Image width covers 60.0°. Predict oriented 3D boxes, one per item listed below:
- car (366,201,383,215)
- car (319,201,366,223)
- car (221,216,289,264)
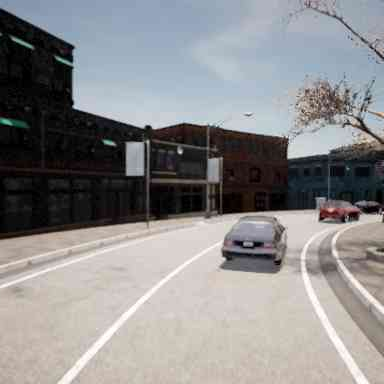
[{"bbox_3d":[19.528,1.733,37.620,5.008,1.535,1.882,1,0,-28],"label":"car"},{"bbox_3d":[12.384,1.526,27.693,2.097,1.767,4.553,2,1,44],"label":"car"},{"bbox_3d":[2.432,1.580,12.111,2.033,1.411,5.357,1,0,18],"label":"car"}]
